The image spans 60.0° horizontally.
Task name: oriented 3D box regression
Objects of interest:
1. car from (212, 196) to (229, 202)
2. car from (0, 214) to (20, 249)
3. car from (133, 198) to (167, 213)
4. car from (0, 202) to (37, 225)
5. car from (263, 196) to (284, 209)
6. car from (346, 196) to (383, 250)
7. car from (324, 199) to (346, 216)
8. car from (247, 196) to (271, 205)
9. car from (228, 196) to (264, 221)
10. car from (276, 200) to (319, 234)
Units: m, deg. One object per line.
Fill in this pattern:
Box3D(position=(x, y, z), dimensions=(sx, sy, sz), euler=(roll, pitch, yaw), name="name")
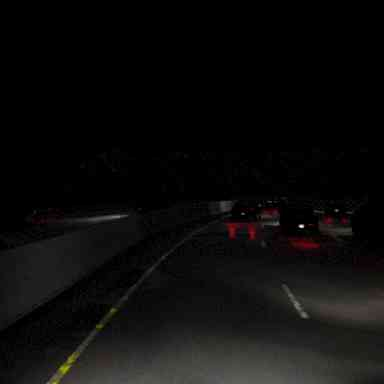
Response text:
Box3D(position=(5.433, 1.353, 60.510), dimensions=(1.994, 1.385, 4.181), euler=(0, 0, 35), name="car")
Box3D(position=(-6.524, 1.487, 8.019), dimensions=(1.812, 1.442, 4.674), euler=(0, 0, 6), name="car")
Box3D(position=(-4.254, 1.363, 34.208), dimensions=(2.128, 1.511, 4.902), euler=(0, 0, 20), name="car")
Box3D(position=(-11.727, 1.414, 20.479), dimensions=(1.837, 1.490, 4.892), euler=(0, 0, 12), name="car")
Box3D(position=(10.526, 1.358, 41.447), dimensions=(2.128, 1.511, 4.902), euler=(0, 0, 27), name="car")
Box3D(position=(8.483, 1.184, 13.828), dimensions=(2.150, 2.045, 5.566), euler=(0, 0, 10), name="car")
Box3D(position=(13.576, 1.433, 31.399), dimensions=(1.812, 1.442, 4.674), euler=(0, 0, 22), name="car")
Box3D(position=(11.650, 1.359, 57.261), dimensions=(2.033, 1.411, 5.357), euler=(0, 0, 35), name="car")
Box3D(position=(4.333, 1.390, 26.128), dimensions=(1.882, 1.535, 5.008), euler=(0, 0, 16), name="car")
Box3D(position=(6.024, 1.445, 19.035), dimensions=(1.837, 1.490, 4.892), euler=(0, 0, 12), name="car")
